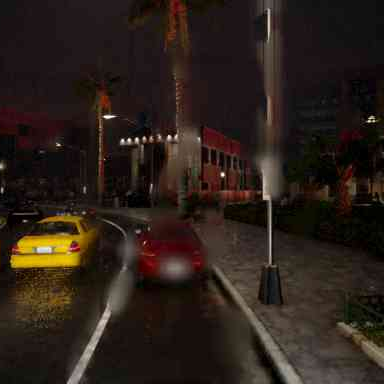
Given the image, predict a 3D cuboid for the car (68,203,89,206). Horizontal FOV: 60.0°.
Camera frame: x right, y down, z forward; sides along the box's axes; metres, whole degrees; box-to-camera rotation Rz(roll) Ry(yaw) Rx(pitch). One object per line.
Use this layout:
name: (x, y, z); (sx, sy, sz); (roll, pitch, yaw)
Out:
car: (-8.892, 1.541, 26.049); (2.033, 1.411, 5.357); (0, 0, -27)

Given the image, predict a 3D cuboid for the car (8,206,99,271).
car: (-4.169, 1.453, 10.953); (1.801, 1.575, 5.366); (0, 0, -10)

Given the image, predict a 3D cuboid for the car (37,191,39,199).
car: (-33.931, 1.226, 68.961); (4.553, 1.767, 2.185); (0, 0, 24)

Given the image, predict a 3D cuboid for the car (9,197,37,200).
car: (-21.946, 1.473, 41.573); (4.902, 1.511, 2.128); (0, 0, 40)

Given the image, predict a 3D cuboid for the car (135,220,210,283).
car: (-0.665, 1.525, 9.662); (1.812, 1.442, 4.674); (0, 0, -7)

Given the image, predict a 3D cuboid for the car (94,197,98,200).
car: (-26.644, 1.554, 85.529); (4.718, 1.301, 1.895); (0, 0, 24)

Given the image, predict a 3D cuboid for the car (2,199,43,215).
car: (-10.693, 1.484, 21.611); (2.128, 1.511, 4.902); (0, 0, -23)
